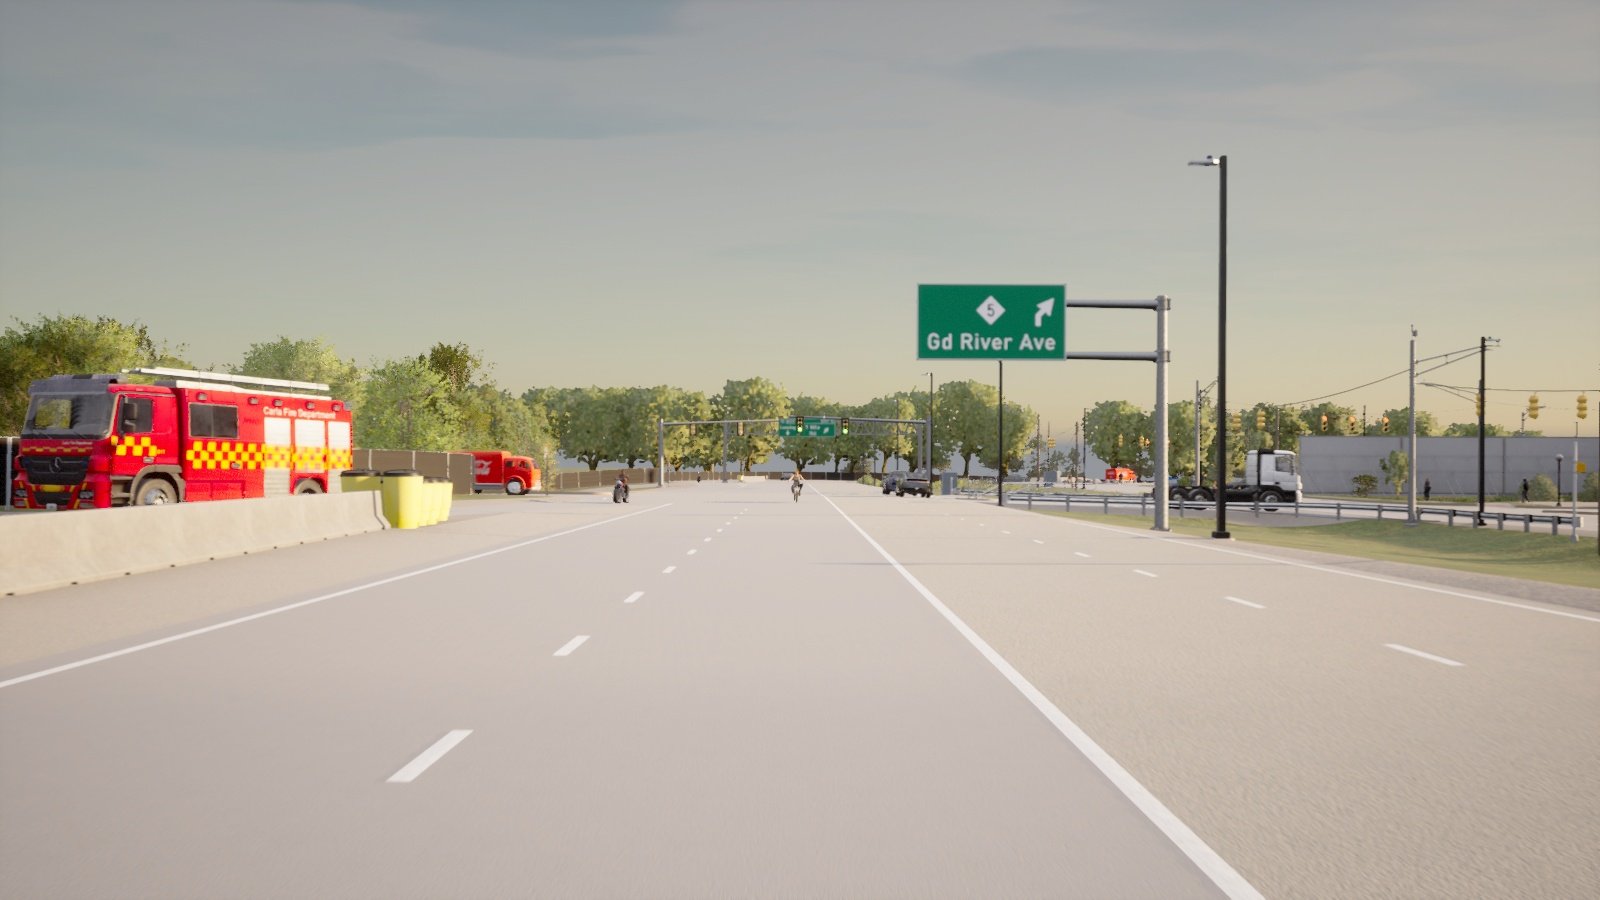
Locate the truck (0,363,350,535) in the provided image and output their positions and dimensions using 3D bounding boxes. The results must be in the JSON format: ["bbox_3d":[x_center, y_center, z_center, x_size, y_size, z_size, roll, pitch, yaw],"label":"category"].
[{"bbox_3d":[-15.741,0.067,32.429,2.891,3.827,8.468,0,-1,21],"label":"truck"}]

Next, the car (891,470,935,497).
[{"bbox_3d":[6.840,2.027,76.280,2.128,1.511,4.902,2,-1,0],"label":"car"}]

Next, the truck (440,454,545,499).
[{"bbox_3d":[-16.957,1.450,69.501,5.204,2.467,2.627,0,0,0],"label":"truck"}]

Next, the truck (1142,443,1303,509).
[{"bbox_3d":[23.332,1.413,69.633,7.936,3.462,2.891,1,-1,1],"label":"truck"}]

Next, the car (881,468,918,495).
[{"bbox_3d":[6.812,2.134,86.306,2.097,1.767,4.553,0,-1,0],"label":"car"}]

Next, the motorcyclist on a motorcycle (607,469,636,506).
[{"bbox_3d":[-8.079,1.696,56.852,0.766,1.649,2.350,0,-1,5],"label":"motorcyclist on a motorcycle"}]
